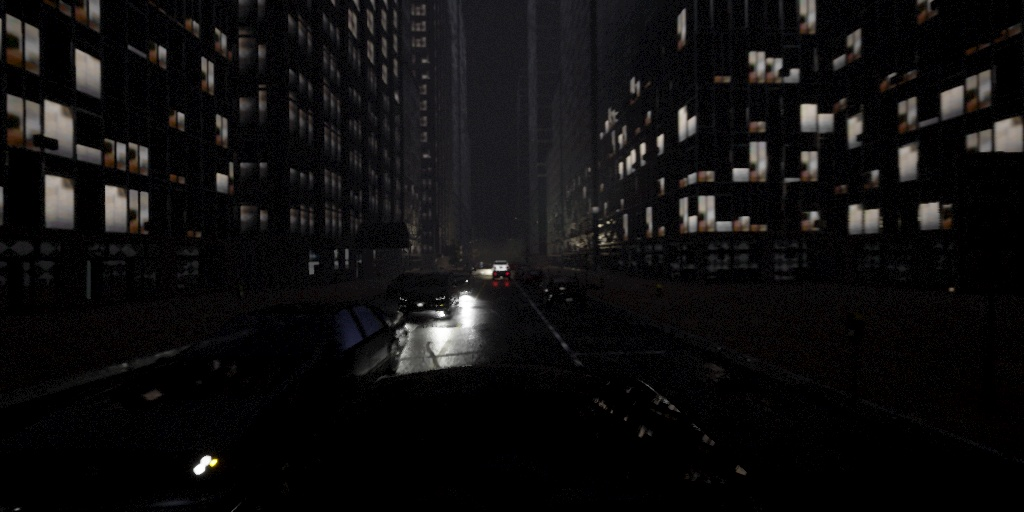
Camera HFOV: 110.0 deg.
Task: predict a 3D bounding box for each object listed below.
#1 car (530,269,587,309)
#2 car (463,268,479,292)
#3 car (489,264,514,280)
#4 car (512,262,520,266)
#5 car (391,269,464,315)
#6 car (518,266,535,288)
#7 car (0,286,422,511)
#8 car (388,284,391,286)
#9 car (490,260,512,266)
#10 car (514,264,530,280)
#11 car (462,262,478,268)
[{"bbox_3d":[2.110,1.462,15.794,2.007,1.370,4.403,0,0,-2],"label":"car"},{"bbox_3d":[-3.600,1.701,24.689,1.895,1.301,4.718,-1,-1,-1],"label":"car"},{"bbox_3d":[-1.129,1.854,38.027,1.895,1.301,4.718,-1,-1,-2],"label":"car"},{"bbox_3d":[1.301,1.669,38.372,1.967,1.591,4.097,0,0,-2],"label":"car"},{"bbox_3d":[-3.245,1.467,14.773,1.837,1.490,4.892,-1,-1,-2],"label":"car"},{"bbox_3d":[1.706,1.651,27.083,1.802,1.307,4.207,0,0,-2],"label":"car"},{"bbox_3d":[-2.896,1.375,4.962,2.033,1.411,5.357,-1,-1,-2],"label":"car"},{"bbox_3d":[-5.933,1.645,21.130,1.948,1.339,4.313,0,0,-2],"label":"car"},{"bbox_3d":[-1.492,1.619,48.114,2.150,2.045,5.566,-1,-1,-2],"label":"car"},{"bbox_3d":[1.504,1.694,32.728,1.888,1.381,4.507,0,0,-2],"label":"car"},{"bbox_3d":[-7.348,2.192,60.639,2.007,1.370,4.403,0,0,-2],"label":"car"}]
